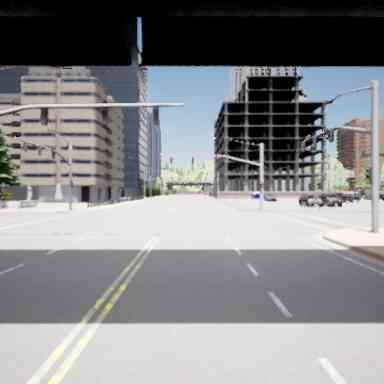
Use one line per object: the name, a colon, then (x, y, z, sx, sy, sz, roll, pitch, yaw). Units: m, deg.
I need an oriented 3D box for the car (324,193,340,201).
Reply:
car: (33.465, 1.120, 79.717, 1.932, 1.855, 4.605, 0, 0, 0)

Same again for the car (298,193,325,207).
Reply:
car: (16.627, 1.134, 47.096, 1.932, 1.855, 4.605, 0, 0, 0)

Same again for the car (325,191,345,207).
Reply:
car: (19.522, 1.137, 47.051, 1.905, 1.878, 3.866, 0, 0, 0)

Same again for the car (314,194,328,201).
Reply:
car: (30.781, 1.331, 79.657, 1.784, 1.438, 3.905, 0, 0, 0)

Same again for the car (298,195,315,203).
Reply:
car: (22.169, 1.369, 64.527, 1.970, 1.475, 3.806, 0, 0, 0)

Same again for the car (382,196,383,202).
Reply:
car: (39.066, 1.126, 64.674, 1.932, 1.855, 4.605, 0, 0, 0)
